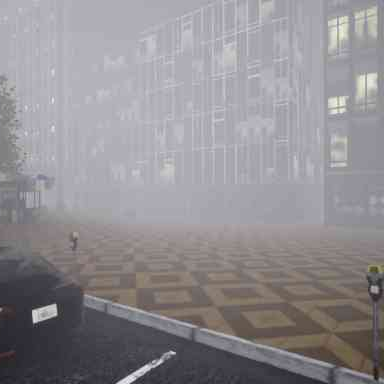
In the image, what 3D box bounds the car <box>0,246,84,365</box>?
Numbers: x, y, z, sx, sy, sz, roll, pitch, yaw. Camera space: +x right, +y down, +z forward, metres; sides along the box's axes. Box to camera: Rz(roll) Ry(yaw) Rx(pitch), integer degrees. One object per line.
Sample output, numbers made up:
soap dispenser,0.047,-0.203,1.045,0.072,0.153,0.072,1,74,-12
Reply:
car,-3.549,1.566,5.405,4.313,1.339,1.947,0,0,35
